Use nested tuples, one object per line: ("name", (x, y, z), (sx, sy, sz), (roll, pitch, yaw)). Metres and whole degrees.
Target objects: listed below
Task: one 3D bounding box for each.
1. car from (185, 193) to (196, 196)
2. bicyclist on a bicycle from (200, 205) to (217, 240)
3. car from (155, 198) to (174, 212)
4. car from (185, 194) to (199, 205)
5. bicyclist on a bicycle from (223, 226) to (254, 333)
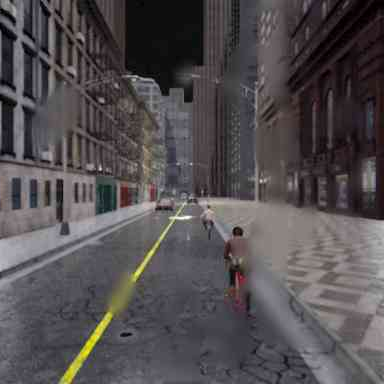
("car", (0.035, 1.264, 75.408), (2.150, 2.045, 5.566), (0, 0, 0))
("bicyclist on a bicycle", (0.797, 1.425, 15.960), (0.866, 1.612, 1.509), (0, 0, 0))
("car", (-3.079, 1.464, 38.144), (1.882, 1.535, 5.008), (0, 0, 0))
("car", (0.131, 1.519, 60.905), (1.837, 1.490, 4.892), (0, 0, 0))
("bicyclist on a bicycle", (0.829, 1.448, 5.859), (0.582, 1.620, 1.656), (0, 0, 0))
